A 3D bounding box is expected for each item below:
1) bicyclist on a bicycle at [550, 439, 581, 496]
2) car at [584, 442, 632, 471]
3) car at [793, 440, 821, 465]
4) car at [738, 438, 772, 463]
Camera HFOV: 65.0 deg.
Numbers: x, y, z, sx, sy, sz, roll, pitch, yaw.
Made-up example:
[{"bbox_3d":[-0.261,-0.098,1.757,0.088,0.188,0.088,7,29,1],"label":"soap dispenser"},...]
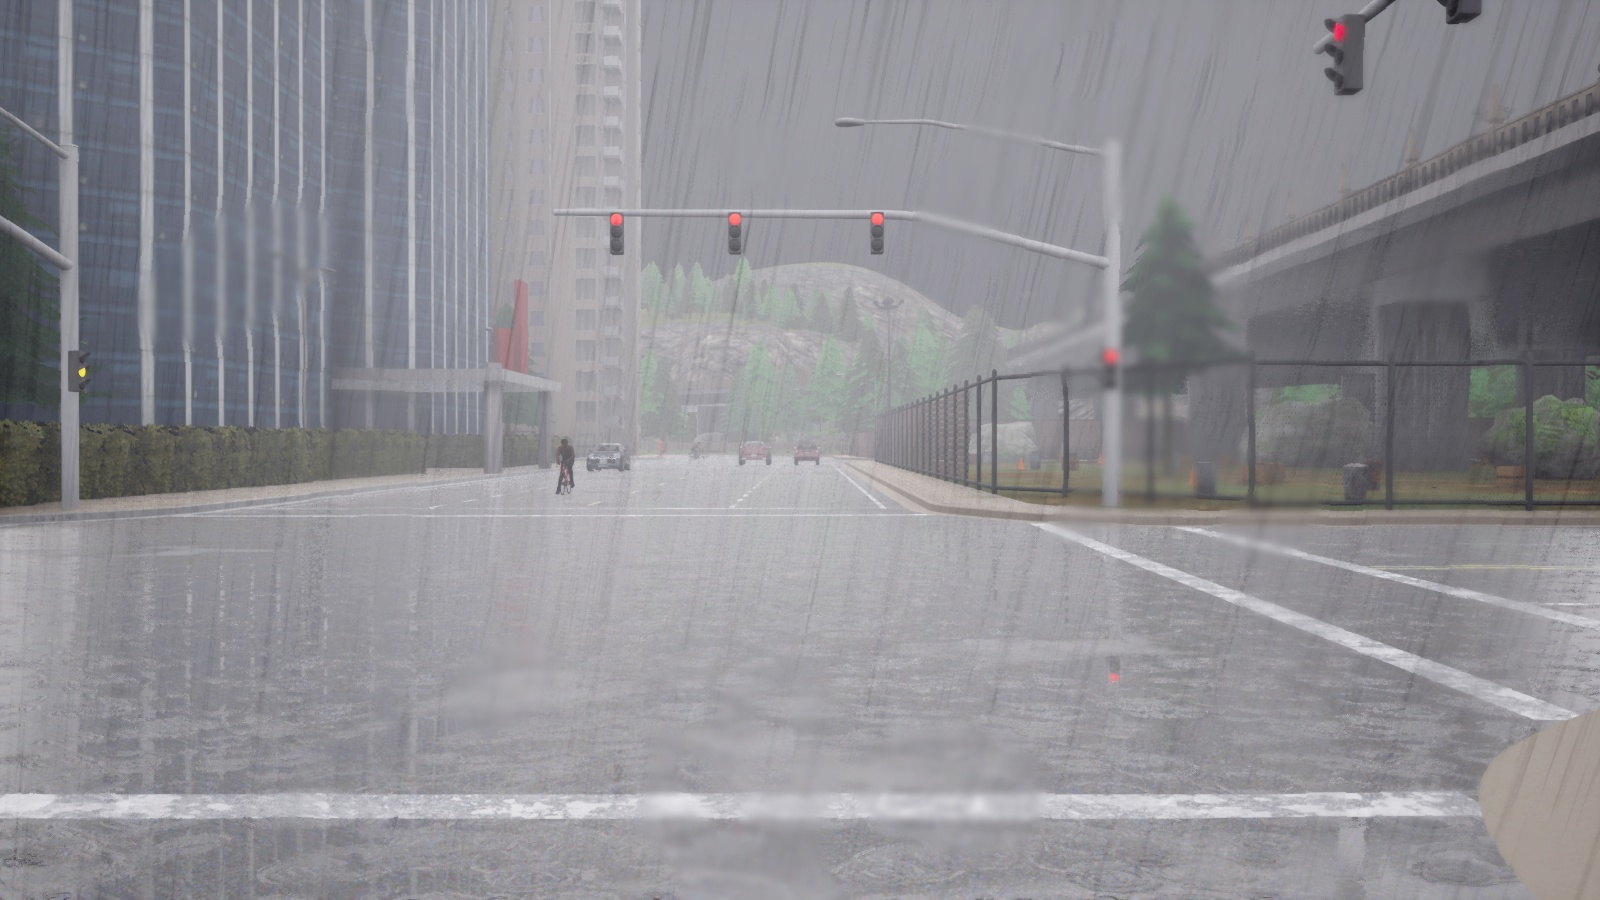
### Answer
[{"bbox_3d":[-6.795,0.488,36.405,0.582,1.620,1.656,0,1,0],"label":"bicyclist on a bicycle"},{"bbox_3d":[-10.137,0.328,66.475,1.970,1.475,3.806,0,0,0],"label":"car"},{"bbox_3d":[0.474,0.158,86.290,1.851,1.617,3.988,0,0,0],"label":"car"},{"bbox_3d":[-3.036,0.039,85.718,2.152,1.651,5.027,0,0,0],"label":"car"}]
